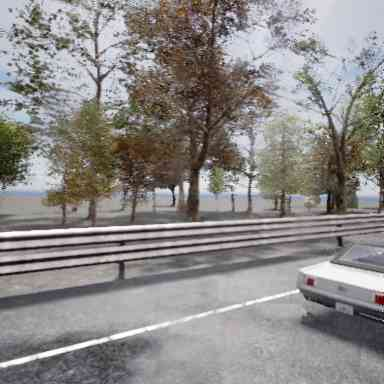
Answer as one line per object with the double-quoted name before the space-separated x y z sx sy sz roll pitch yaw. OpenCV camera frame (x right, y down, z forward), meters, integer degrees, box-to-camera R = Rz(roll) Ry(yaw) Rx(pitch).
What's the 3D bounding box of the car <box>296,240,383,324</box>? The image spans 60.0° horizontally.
"car" 4.360 1.675 6.793 4.718 1.301 1.895 1 0 -35
